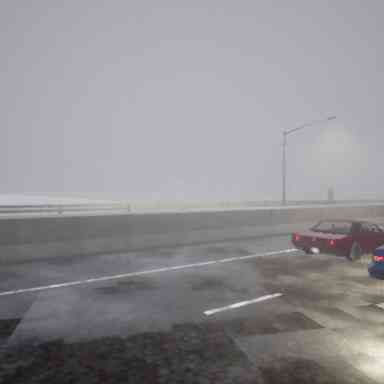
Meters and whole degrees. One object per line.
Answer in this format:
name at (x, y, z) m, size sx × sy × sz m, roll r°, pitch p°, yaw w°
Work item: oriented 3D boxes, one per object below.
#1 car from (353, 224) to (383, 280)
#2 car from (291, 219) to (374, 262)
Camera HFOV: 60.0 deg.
car at (6.644, 1.586, 8.519) m, size 5.357 × 1.411 × 2.033 m, roll 0°, pitch 0°, yaw -35°
car at (5.910, 1.645, 12.258) m, size 4.718 × 1.301 × 1.895 m, roll 0°, pitch 0°, yaw -34°
